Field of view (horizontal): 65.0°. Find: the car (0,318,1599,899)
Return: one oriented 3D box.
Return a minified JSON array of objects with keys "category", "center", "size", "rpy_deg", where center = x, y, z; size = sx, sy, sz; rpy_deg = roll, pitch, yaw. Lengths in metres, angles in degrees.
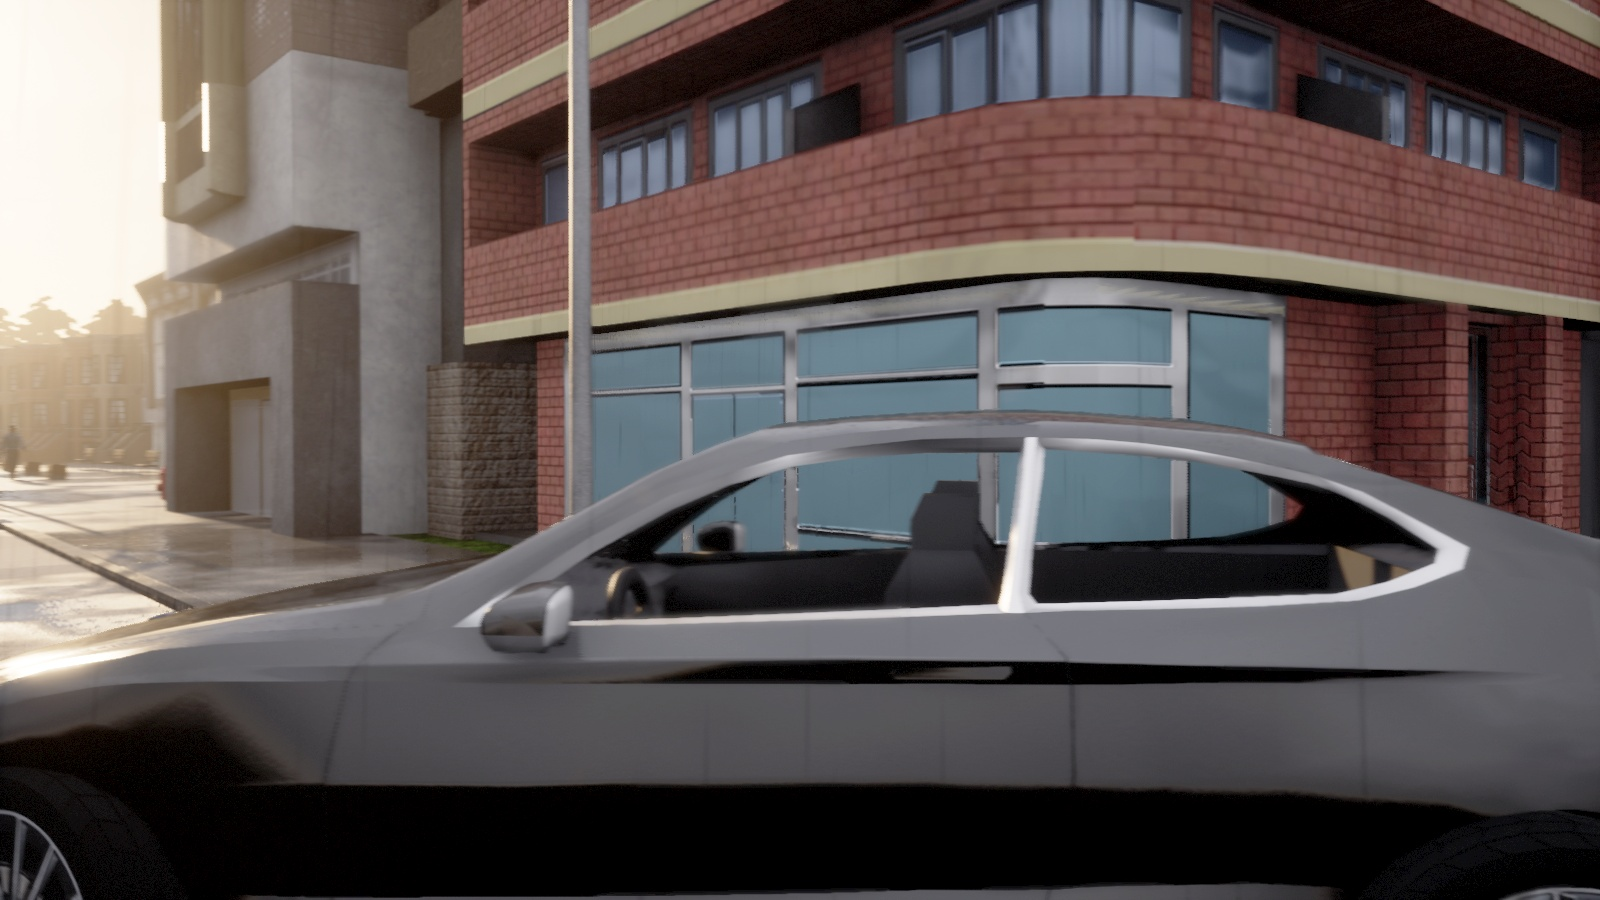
[{"category":"car","center":[-0.009,0.555,3.662],"size":[5.027,1.651,2.152],"rpy_deg":[0,1,10]}]

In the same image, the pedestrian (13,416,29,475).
[{"category":"pedestrian","center":[-25.631,-0.143,41.328],"size":[0.396,1.930,0.692],"rpy_deg":[0,1,-36]}]
